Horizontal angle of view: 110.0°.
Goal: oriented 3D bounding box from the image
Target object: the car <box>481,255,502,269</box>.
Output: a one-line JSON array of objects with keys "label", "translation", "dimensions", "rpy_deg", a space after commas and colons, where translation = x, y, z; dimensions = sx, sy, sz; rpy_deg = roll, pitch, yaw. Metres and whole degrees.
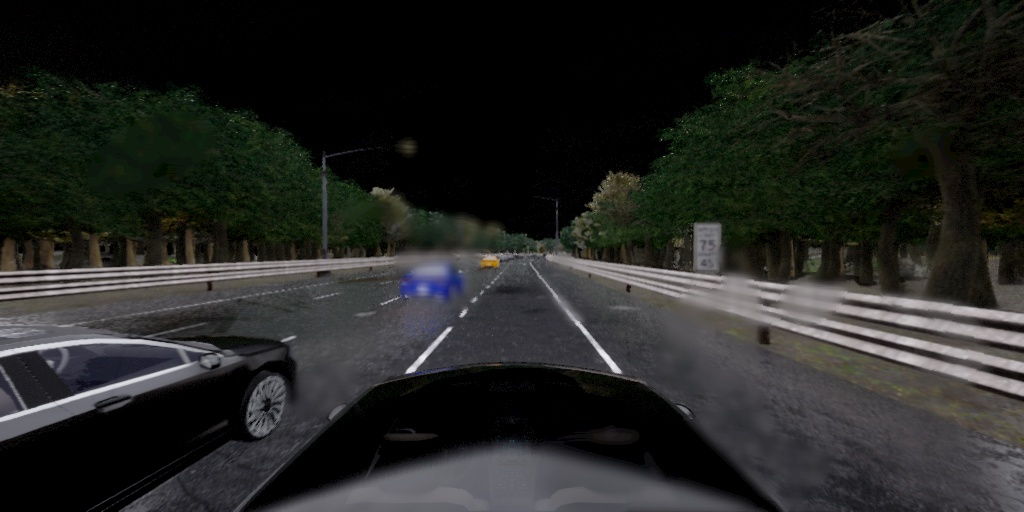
[{"label": "car", "translation": [-2.565, 0.774, 43.290], "dimensions": [1.882, 1.535, 5.008], "rpy_deg": [0, 1, 1]}]

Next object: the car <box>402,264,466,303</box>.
[{"label": "car", "translation": [-3.235, 1.089, 15.742], "dimensions": [1.882, 1.535, 5.008], "rpy_deg": [0, 0, 1]}]

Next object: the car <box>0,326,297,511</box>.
[{"label": "car", "translation": [-3.562, 1.230, 2.399], "dimensions": [2.128, 1.511, 4.902], "rpy_deg": [0, 1, 1]}]
